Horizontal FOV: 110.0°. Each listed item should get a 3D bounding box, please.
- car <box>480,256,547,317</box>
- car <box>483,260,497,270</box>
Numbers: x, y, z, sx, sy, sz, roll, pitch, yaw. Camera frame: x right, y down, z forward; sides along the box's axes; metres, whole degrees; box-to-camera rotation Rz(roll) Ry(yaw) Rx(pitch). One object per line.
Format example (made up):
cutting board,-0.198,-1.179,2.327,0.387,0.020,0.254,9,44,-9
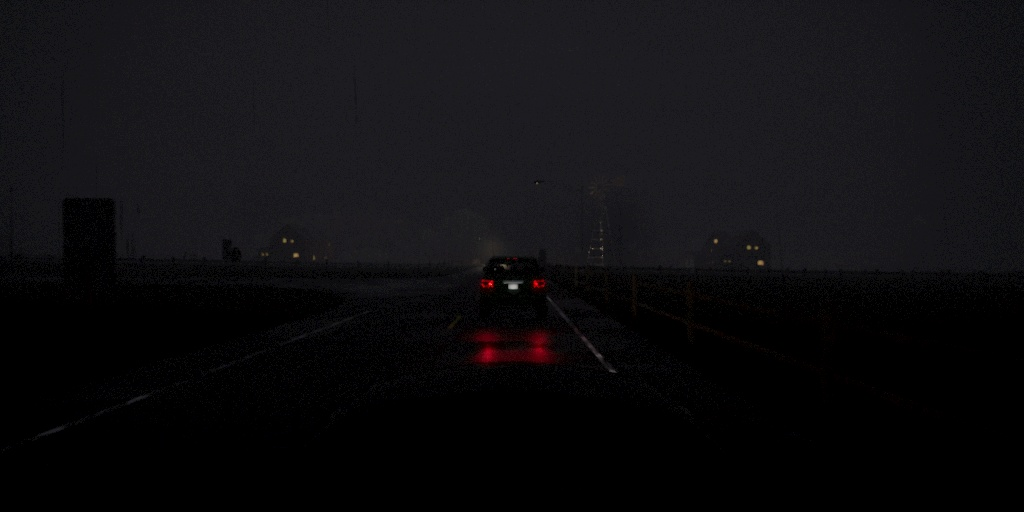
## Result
car,0.059,1.003,13.369,2.150,2.045,5.566,0,0,0
car,-3.557,1.439,58.806,2.033,1.411,5.357,0,0,1
